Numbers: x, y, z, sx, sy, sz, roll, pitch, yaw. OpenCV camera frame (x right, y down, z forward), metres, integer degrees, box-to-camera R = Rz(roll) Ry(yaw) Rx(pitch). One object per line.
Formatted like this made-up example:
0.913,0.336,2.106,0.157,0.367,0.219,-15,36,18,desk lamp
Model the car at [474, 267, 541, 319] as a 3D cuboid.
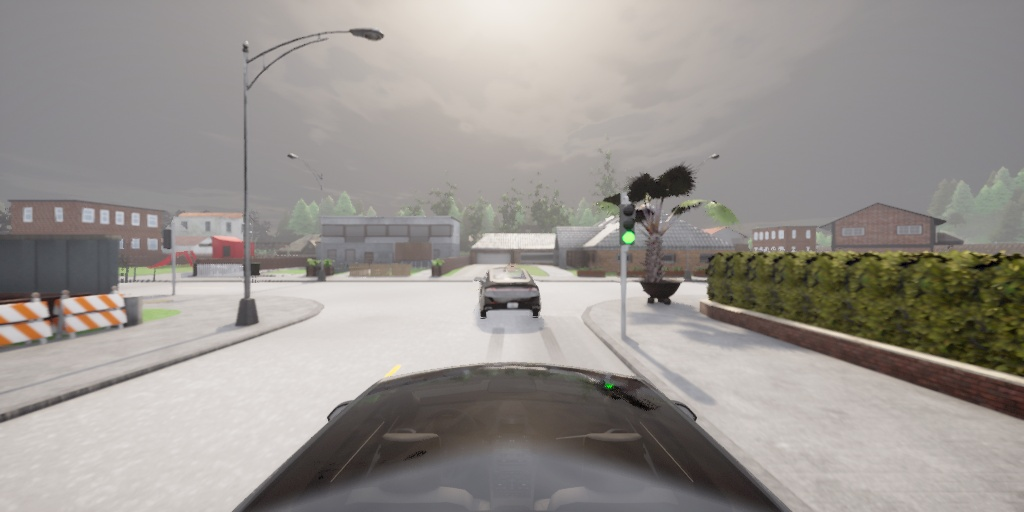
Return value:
-0.232,1.134,12.378,2.128,1.511,4.902,0,1,-6,car
